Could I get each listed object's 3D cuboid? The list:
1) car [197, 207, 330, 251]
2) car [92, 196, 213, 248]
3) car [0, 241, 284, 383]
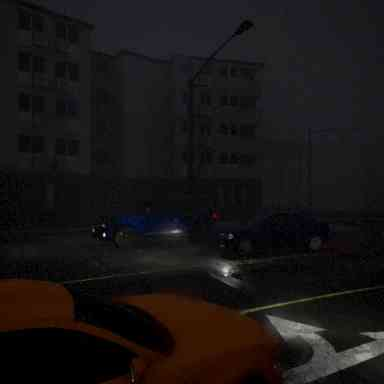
[{"bbox_3d":[2.973,1.477,12.933,5.008,1.535,1.882,0,0,-21],"label":"car"},{"bbox_3d":[-1.517,1.221,14.809,5.566,2.045,2.150,0,0,-25],"label":"car"},{"bbox_3d":[-1.434,1.478,2.550,5.008,1.535,1.882,0,0,-34],"label":"car"}]
